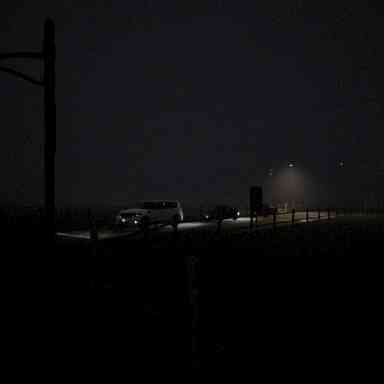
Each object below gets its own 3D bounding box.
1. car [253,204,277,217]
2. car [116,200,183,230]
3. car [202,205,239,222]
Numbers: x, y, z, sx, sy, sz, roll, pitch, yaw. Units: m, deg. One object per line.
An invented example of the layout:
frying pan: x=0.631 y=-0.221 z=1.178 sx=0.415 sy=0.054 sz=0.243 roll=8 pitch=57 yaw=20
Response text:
car: x=8.877 y=2.265 z=40.777 sx=2.128 sy=1.511 sz=4.902 roll=0 pitch=-1 yaw=36
car: x=-2.964 y=1.606 z=24.606 sx=2.150 sy=2.045 sz=5.566 roll=0 pitch=-1 yaw=36
car: x=2.848 y=2.066 z=32.547 sx=2.128 sy=1.511 sz=4.902 roll=0 pitch=-1 yaw=36
